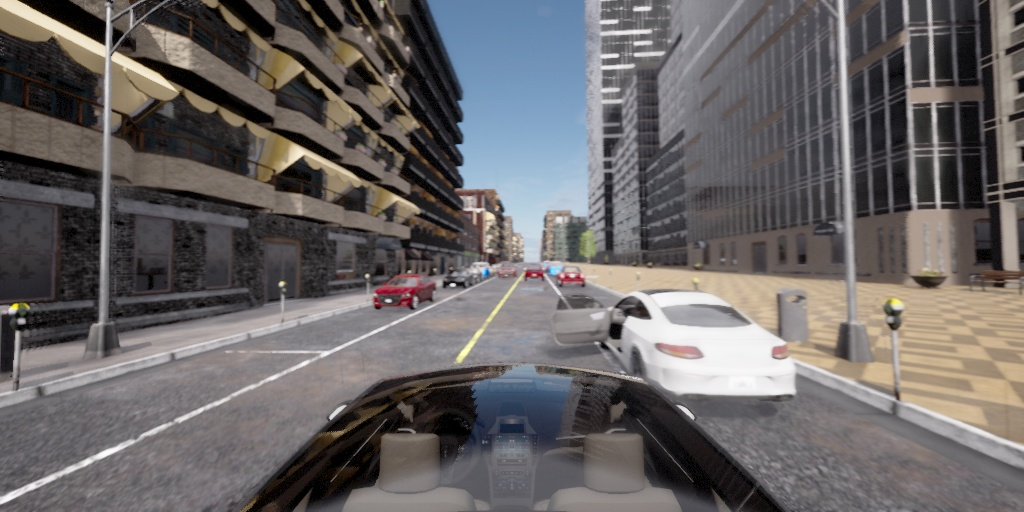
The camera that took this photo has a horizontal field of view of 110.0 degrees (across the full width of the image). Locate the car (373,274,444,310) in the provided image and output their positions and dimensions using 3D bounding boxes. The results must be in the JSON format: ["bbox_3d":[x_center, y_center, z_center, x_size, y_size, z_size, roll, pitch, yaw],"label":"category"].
[{"bbox_3d":[-4.707,1.536,16.276,1.888,1.381,4.507,0,0,3],"label":"car"}]

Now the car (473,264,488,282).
[{"bbox_3d":[-3.704,1.741,32.953,2.007,1.370,4.403,0,0,3],"label":"car"}]

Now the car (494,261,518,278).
[{"bbox_3d":[-0.489,1.623,42.420,2.097,1.767,4.553,-1,-1,4],"label":"car"}]

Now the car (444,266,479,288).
[{"bbox_3d":[-4.038,1.689,27.394,1.948,1.339,4.313,0,0,3],"label":"car"}]

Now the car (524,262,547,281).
[{"bbox_3d":[2.227,1.631,35.673,1.882,1.535,5.008,-1,-1,4],"label":"car"}]

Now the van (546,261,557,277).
[{"bbox_3d":[5.331,1.557,43.570,1.690,1.789,3.998,0,0,3],"label":"van"}]

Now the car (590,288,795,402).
[{"bbox_3d":[2.744,1.301,6.365,1.812,1.442,4.674,-1,-1,3],"label":"car"}]

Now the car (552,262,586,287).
[{"bbox_3d":[4.327,1.455,26.891,1.967,1.591,4.097,0,0,3],"label":"car"}]

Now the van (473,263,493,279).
[{"bbox_3d":[-3.369,1.598,38.513,1.690,1.789,3.998,0,0,3],"label":"van"}]
